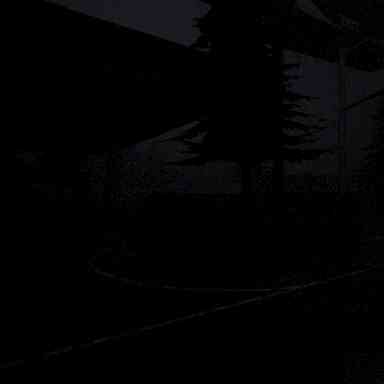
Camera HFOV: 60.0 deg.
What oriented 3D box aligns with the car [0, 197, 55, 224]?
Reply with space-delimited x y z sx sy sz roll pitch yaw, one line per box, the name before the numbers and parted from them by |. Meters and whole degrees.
car | -11.918 1.312 23.510 3.866 1.878 1.905 0 0 -36
